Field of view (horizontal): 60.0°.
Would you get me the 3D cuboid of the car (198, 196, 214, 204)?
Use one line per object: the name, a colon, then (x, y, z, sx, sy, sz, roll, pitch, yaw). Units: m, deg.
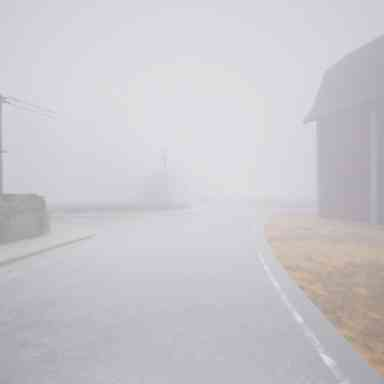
car: (2.775, 1.574, 66.613, 2.033, 1.411, 5.357, 0, 0, -17)
